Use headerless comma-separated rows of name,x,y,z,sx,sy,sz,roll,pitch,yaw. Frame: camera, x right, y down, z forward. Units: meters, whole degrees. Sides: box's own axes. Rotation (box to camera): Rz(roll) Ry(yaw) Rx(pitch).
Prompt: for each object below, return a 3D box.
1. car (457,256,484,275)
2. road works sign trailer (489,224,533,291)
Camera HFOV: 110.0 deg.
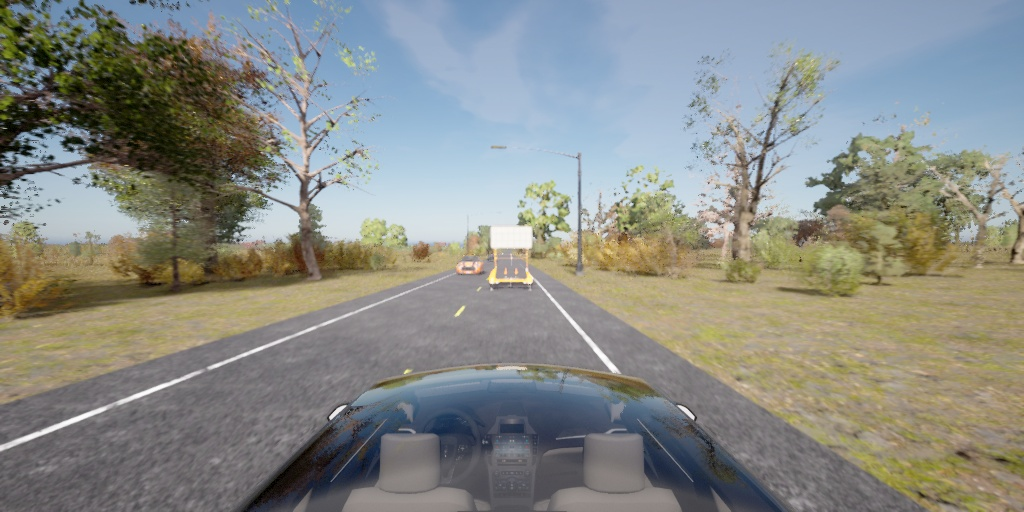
car,-3.686,0.765,32.348,2.097,1.767,4.553,0,1,0
road works sign trailer,-0.037,0.010,20.222,2.380,3.560,2.880,0,0,1
